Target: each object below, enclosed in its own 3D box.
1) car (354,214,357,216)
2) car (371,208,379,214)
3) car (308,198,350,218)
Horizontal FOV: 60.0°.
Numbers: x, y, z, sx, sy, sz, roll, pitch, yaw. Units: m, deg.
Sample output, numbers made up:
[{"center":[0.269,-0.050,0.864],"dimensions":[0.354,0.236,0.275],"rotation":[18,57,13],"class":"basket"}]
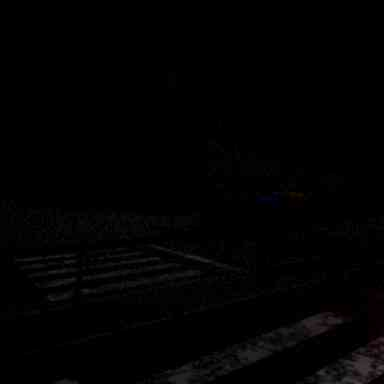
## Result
[{"center":[13.419,1.352,30.689],"dimensions":[4.892,1.521,2.231],"rotation":[0,0,31],"class":"car"},{"center":[15.680,1.386,32.596],"dimensions":[4.674,1.452,2.002],"rotation":[0,0,30],"class":"car"},{"center":[11.103,1.388,28.834],"dimensions":[4.792,1.488,2.163],"rotation":[-1,0,31],"class":"car"}]
